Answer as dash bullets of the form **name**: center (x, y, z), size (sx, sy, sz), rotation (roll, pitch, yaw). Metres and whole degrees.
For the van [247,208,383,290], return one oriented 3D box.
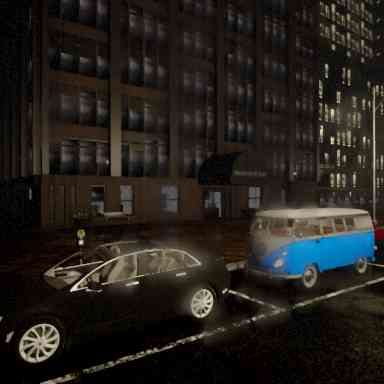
- **van**: center (3.190, 1.341, 8.827), size (3.998, 1.788, 1.690), rotation (0, 0, -35)

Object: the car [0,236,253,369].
- **car**: center (-1.309, 1.551, 5.625), size (4.403, 1.369, 2.008), rotation (0, 0, -35)
